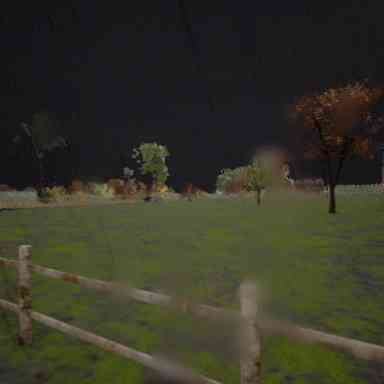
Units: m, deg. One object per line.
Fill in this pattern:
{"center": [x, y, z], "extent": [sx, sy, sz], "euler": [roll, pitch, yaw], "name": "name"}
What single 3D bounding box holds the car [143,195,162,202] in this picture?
{"center": [-7.676, 1.238, 65.413], "extent": [1.994, 1.385, 4.181], "euler": [-2, 0, 35], "name": "car"}
